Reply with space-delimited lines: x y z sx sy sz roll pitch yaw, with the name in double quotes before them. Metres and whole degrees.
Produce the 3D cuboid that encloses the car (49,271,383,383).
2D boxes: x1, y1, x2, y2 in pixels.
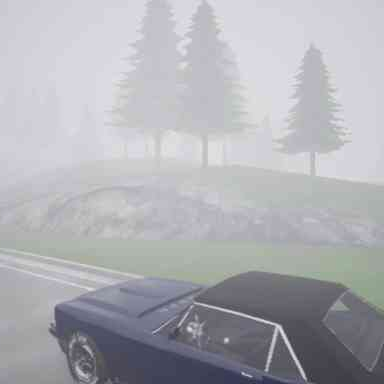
"car" 0.527 1.600 3.618 4.718 1.301 1.895 0 0 36
